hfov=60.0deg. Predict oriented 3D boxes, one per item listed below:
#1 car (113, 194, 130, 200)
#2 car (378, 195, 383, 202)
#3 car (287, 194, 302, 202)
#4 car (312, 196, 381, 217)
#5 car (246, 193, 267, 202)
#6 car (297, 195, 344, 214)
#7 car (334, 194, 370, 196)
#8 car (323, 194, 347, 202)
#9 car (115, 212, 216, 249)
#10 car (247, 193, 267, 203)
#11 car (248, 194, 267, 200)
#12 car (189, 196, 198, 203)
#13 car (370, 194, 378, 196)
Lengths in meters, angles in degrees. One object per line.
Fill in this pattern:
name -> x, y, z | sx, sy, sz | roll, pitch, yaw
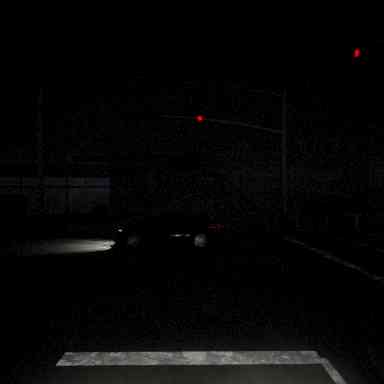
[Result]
car -> -19.455, 1.333, 91.650 | 4.674, 1.442, 1.812 | 0, 0, 0
car -> 38.686, 1.154, 62.739 | 5.027, 1.636, 2.152 | 0, 0, 0
car -> 21.291, 1.097, 65.809 | 4.605, 1.855, 1.932 | 0, 0, 0
car -> 13.063, 1.340, 28.344 | 4.514, 1.523, 2.007 | 0, 0, 0
car -> 13.410, 1.077, 69.065 | 3.866, 1.878, 1.905 | 0, 0, 0
car -> 12.999, 1.330, 31.481 | 5.027, 1.636, 2.152 | 0, 0, 0
car -> 20.626, 1.320, 43.357 | 3.633, 1.501, 1.845 | 0, 0, 0
car -> 31.274, 1.298, 72.790 | 4.514, 1.523, 2.007 | 0, 0, 0
car -> -1.076, 1.564, 14.046 | 4.181, 1.385, 1.994 | 0, 0, -1
car -> 12.812, 1.361, 65.738 | 3.806, 1.475, 1.970 | 0, 0, 0
car -> 18.080, 1.334, 91.697 | 4.902, 1.511, 2.128 | 0, 0, 0
car -> 0.232, 1.547, 69.759 | 2.033, 1.411, 5.357 | 0, 0, 0
car -> 38.338, 1.232, 69.156 | 3.806, 1.475, 1.970 | 0, 0, 0
